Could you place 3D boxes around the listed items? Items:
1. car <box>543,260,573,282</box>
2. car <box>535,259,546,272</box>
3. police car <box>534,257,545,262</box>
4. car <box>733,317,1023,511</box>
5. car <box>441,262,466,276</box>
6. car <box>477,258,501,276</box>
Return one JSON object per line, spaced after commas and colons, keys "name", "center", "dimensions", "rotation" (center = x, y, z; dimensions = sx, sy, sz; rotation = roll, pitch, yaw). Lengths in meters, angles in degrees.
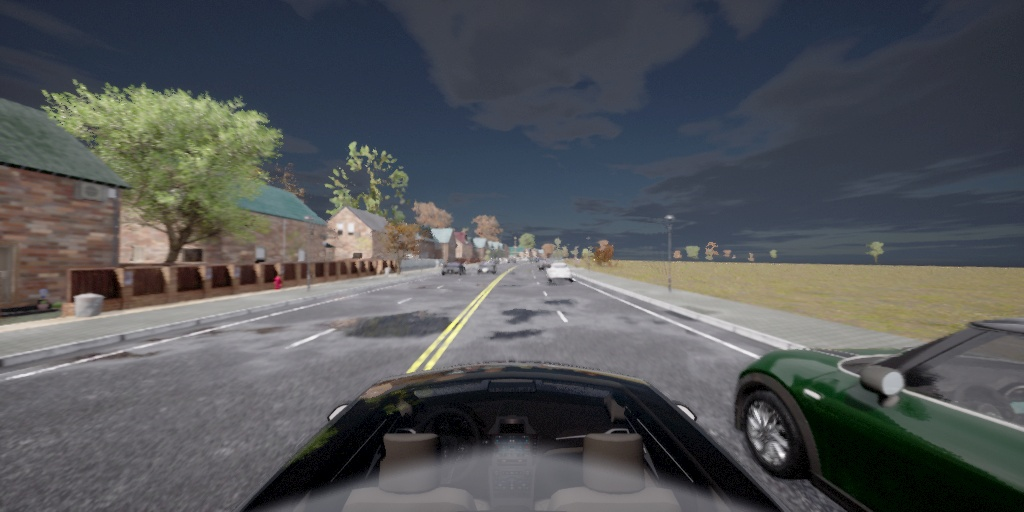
{"name": "car", "center": [3.749, 1.298, 29.069], "dimensions": [1.812, 1.442, 4.674], "rotation": [0, 0, 2]}
{"name": "car", "center": [4.363, 1.385, 47.540], "dimensions": [1.895, 1.301, 4.718], "rotation": [0, 0, 3]}
{"name": "police car", "center": [4.971, 1.297, 58.438], "dimensions": [2.038, 1.542, 4.974], "rotation": [0, 0, 4]}
{"name": "car", "center": [3.359, 1.108, 1.884], "dimensions": [2.097, 1.767, 4.553], "rotation": [0, 0, 0]}
{"name": "car", "center": [-5.922, 1.331, 36.867], "dimensions": [1.994, 1.385, 4.181], "rotation": [0, 0, 2]}
{"name": "car", "center": [-2.604, 1.263, 38.606], "dimensions": [2.128, 1.511, 4.902], "rotation": [0, 0, 2]}
